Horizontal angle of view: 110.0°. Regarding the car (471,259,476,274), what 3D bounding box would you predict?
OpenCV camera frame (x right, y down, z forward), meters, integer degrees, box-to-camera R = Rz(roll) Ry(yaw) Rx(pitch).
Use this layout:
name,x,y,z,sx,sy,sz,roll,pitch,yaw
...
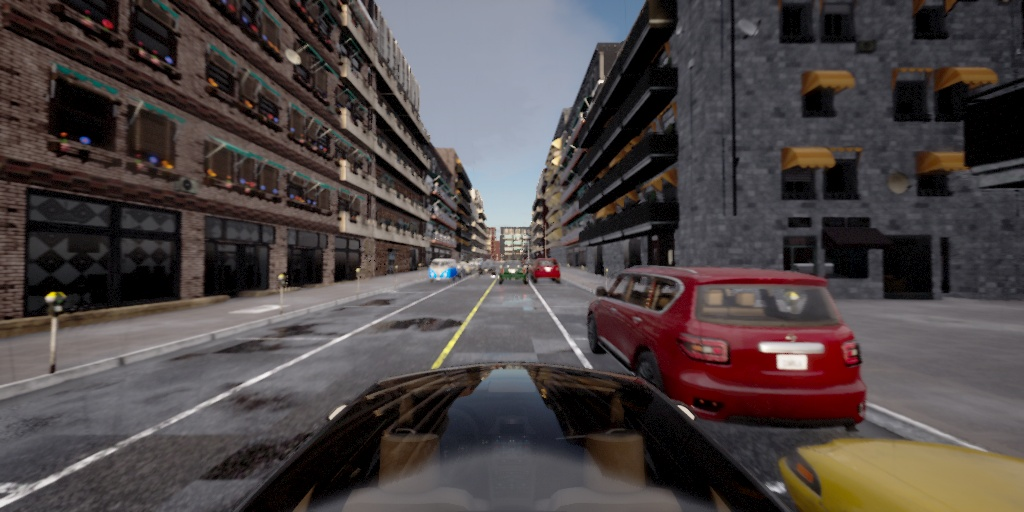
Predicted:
name,x,y,z,sx,sy,sz,roll,pitch,yaw
car,-5.320,1.346,38.848,1.751,1.417,4.829,0,0,0

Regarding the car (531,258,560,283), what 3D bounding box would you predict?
name,x,y,z,sx,sy,sz,roll,pitch,yaw
car,2.562,1.094,27.927,2.192,1.841,5.009,0,0,0

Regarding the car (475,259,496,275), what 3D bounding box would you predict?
name,x,y,z,sx,sy,sz,roll,pitch,yaw
car,-2.765,1.337,40.619,1.837,1.490,4.892,0,-1,0

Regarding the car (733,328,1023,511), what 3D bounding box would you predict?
name,x,y,z,sx,sy,sz,roll,pitch,yaw
car,2.567,1.276,0.302,1.751,1.417,4.829,0,0,0

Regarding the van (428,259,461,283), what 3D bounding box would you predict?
name,x,y,z,sx,sy,sz,roll,pitch,yaw
van,-5.318,1.120,27.891,1.690,1.789,3.998,0,0,0

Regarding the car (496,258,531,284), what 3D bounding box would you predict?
name,x,y,z,sx,sy,sz,roll,pitch,yaw
car,0.092,1.130,27.550,2.097,1.767,4.553,0,0,0

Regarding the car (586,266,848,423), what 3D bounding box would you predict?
name,x,y,z,sx,sy,sz,roll,pitch,yaw
car,2.566,1.063,5.696,2.192,1.841,5.009,0,0,0

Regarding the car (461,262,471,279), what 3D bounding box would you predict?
name,x,y,z,sx,sy,sz,roll,pitch,yaw
car,-5.319,1.350,33.456,2.007,1.370,4.403,0,0,0
